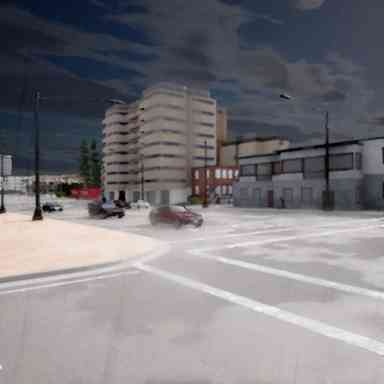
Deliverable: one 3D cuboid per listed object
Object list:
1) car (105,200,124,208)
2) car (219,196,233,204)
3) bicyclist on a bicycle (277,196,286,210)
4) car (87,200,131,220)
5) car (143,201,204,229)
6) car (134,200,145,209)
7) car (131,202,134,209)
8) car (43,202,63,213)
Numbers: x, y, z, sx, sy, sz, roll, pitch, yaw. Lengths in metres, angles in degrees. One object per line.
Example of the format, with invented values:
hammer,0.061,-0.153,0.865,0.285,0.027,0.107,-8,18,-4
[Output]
car,-15.040,2.219,64.114,1.812,1.442,4.674,0,0,-37
car,6.739,1.531,60.870,1.970,1.475,3.806,0,-1,-37
bicyclist on a bicycle,10.674,1.311,39.625,1.656,1.620,0.582,-1,0,-37
car,-8.174,1.784,31.465,2.033,1.411,5.357,0,-1,-37
car,-1.167,1.564,22.125,1.812,1.442,4.674,0,-1,-37
car,-8.819,2.110,55.907,1.812,1.442,4.674,0,-1,-36
car,-11.683,2.113,53.888,1.837,1.490,4.892,0,-1,-36
car,-19.536,2.151,46.693,2.128,1.511,4.902,0,-1,-36
